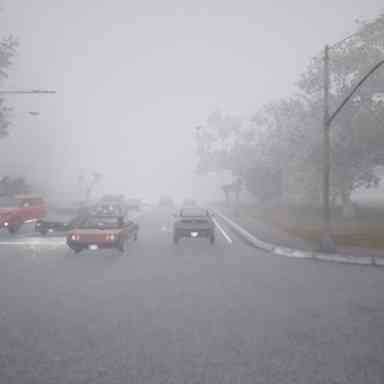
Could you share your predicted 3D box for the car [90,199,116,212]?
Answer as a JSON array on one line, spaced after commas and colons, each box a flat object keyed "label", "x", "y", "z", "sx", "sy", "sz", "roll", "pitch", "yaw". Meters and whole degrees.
[{"label": "car", "x": -10.611, "y": 1.584, "z": 39.874, "sx": 1.895, "sy": 1.301, "sz": 4.718, "roll": 0, "pitch": 0, "yaw": -1}]

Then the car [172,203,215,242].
[{"label": "car", "x": 0.099, "y": 1.515, "z": 16.356, "sx": 1.837, "sy": 1.490, "sz": 4.892, "roll": 0, "pitch": 0, "yaw": 0}]

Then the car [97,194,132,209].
[{"label": "car", "x": -7.054, "y": 1.231, "z": 29.553, "sx": 2.150, "sy": 2.045, "sz": 5.566, "roll": 0, "pitch": 0, "yaw": -1}]

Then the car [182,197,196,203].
[{"label": "car", "x": -0.520, "y": 1.494, "z": 51.324, "sx": 1.994, "sy": 1.385, "sz": 4.181, "roll": 0, "pitch": 0, "yaw": -4}]

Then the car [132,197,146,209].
[{"label": "car", "x": -7.107, "y": 1.462, "z": 39.742, "sx": 1.882, "sy": 1.535, "sz": 5.008, "roll": 0, "pitch": 0, "yaw": -1}]

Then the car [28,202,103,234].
[{"label": "car", "x": -7.098, "y": 1.559, "z": 19.375, "sx": 2.033, "sy": 1.411, "sz": 5.357, "roll": 0, "pitch": 0, "yaw": 0}]

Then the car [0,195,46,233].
[{"label": "car", "x": -10.596, "y": 1.234, "z": 19.904, "sx": 2.150, "sy": 2.045, "sz": 5.566, "roll": 0, "pitch": 0, "yaw": 0}]

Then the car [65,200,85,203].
[{"label": "car", "x": -10.563, "y": 1.487, "z": 29.789, "sx": 1.882, "sy": 1.535, "sz": 5.008, "roll": 0, "pitch": 0, "yaw": 1}]

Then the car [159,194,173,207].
[{"label": "car", "x": -3.993, "y": 1.283, "z": 50.778, "sx": 2.097, "sy": 1.767, "sz": 4.553, "roll": 0, "pitch": 0, "yaw": -4}]

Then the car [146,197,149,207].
[{"label": "car", "x": -7.454, "y": 1.461, "z": 50.012, "sx": 1.812, "sy": 1.442, "sz": 4.674, "roll": 0, "pitch": 0, "yaw": -3}]

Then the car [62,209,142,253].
[{"label": "car", "x": -3.401, "y": 1.609, "z": 13.708, "sx": 1.895, "sy": 1.301, "sz": 4.718, "roll": 0, "pitch": 0, "yaw": 0}]

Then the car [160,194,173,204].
[{"label": "car", "x": -4.744, "y": 1.221, "z": 60.848, "sx": 2.097, "sy": 1.767, "sz": 4.553, "roll": 0, "pitch": 0, "yaw": -7}]
